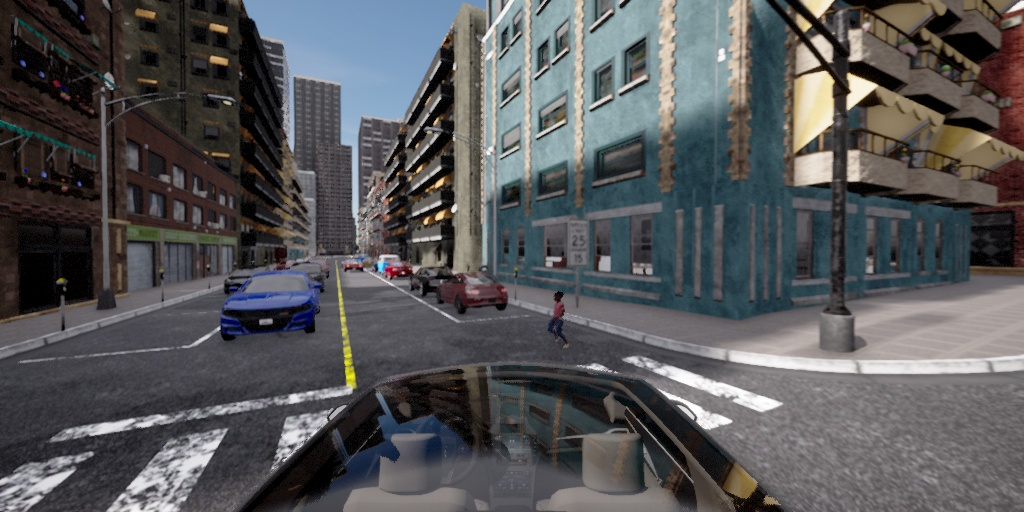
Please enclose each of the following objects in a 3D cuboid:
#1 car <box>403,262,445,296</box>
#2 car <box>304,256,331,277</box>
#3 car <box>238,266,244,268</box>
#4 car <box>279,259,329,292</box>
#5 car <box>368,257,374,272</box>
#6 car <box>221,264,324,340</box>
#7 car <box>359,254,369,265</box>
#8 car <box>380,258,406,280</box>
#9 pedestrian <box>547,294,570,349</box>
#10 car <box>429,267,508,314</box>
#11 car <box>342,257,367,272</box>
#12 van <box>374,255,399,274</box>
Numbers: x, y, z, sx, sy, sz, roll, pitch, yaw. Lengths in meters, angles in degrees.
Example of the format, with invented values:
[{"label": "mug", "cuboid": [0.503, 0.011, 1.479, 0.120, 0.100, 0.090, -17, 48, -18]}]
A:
[{"label": "car", "cuboid": [-3.979, 1.169, 18.058, 1.948, 1.339, 4.313, 0, 0, -26]}, {"label": "car", "cuboid": [-15.492, 1.015, 28.341, 1.882, 1.535, 5.008, 0, 1, -26]}, {"label": "car", "cuboid": [-13.944, 1.183, 19.317, 1.948, 1.339, 4.313, 0, 0, -26]}, {"label": "car", "cuboid": [-11.015, 1.116, 19.229, 1.837, 1.490, 4.892, 0, 1, -26]}, {"label": "car", "cuboid": [-13.748, 1.009, 37.874, 1.948, 1.339, 4.313, 0, 0, -26]}, {"label": "car", "cuboid": [-6.539, 1.163, 10.143, 1.882, 1.535, 5.008, 0, 1, -26]}, {"label": "car", "cuboid": [-21.151, 0.852, 52.887, 1.751, 1.417, 4.829, 0, 0, -26]}, {"label": "car", "cuboid": [-8.863, 1.068, 27.965, 1.888, 1.381, 4.507, 0, 0, -26]}, {"label": "pedestrian", "cuboid": [0.990, 0.985, 7.563, 0.375, 1.860, 0.375, -1, 1, -26]}, {"label": "car", "cuboid": [-1.536, 1.226, 13.104, 1.802, 1.307, 4.207, 0, 0, -26]}, {"label": "car", "cuboid": [-17.369, 1.041, 39.257, 1.895, 1.301, 4.718, 0, 1, -26]}, {"label": "van", "cuboid": [-11.306, 0.824, 32.919, 1.690, 1.789, 3.998, 0, 0, -26]}]
